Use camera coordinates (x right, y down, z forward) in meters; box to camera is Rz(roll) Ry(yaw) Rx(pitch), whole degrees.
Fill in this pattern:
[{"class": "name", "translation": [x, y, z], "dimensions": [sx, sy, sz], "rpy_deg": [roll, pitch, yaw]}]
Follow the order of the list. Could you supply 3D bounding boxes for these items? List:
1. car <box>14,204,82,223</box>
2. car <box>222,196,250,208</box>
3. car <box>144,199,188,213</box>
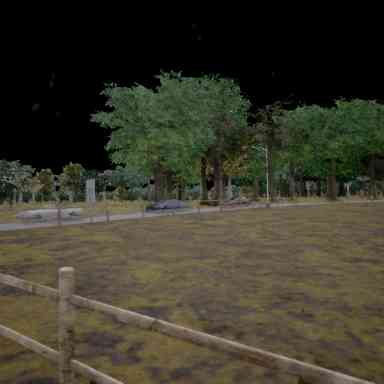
[{"class": "car", "translation": [-11.041, 1.597, 25.723], "dimensions": [1.895, 1.301, 4.718], "rpy_deg": [-2, -1, 36]}, {"class": "car", "translation": [5.998, 1.346, 45.555], "dimensions": [4.674, 1.442, 1.812], "rpy_deg": [-1, -1, -42]}, {"class": "car", "translation": [-2.720, 1.467, 36.600], "dimensions": [2.033, 1.411, 5.357], "rpy_deg": [-2, -1, 41]}]
